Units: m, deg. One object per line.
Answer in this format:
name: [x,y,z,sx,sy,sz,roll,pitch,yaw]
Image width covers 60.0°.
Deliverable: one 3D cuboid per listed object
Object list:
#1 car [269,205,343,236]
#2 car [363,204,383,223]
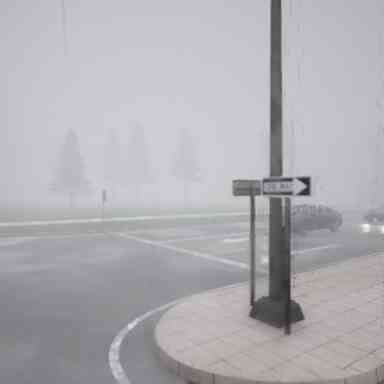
car: [6.315,1.467,18.312,4.902,1.511,2.128,0,0,-35]
car: [14.714,1.506,24.259,5.357,1.411,2.033,0,0,-35]
